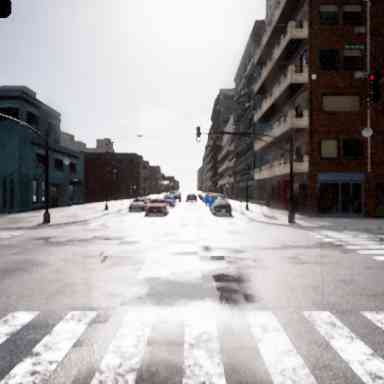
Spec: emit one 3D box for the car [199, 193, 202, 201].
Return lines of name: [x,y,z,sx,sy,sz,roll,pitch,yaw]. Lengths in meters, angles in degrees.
car: [2.653,1.120,58.431,1.752,1.417,4.829,1,0,0]

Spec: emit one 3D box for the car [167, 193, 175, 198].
car: [-5.755,0.897,91.697,1.947,1.339,4.313,1,0,0]

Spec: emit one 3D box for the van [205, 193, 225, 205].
van: [2.674,1.099,35.937,1.690,1.788,3.998,1,0,0]

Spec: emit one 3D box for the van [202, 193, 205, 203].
van: [2.665,1.020,47.100,1.690,1.788,3.998,1,0,0]

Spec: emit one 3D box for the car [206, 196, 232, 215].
car: [2.676,1.348,30.360,2.008,1.369,4.403,1,0,0]

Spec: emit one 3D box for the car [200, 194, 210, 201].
car: [2.644,1.076,69.424,1.947,1.339,4.313,1,0,0]

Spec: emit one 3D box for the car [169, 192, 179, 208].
car: [-3.115,1.189,42.545,1.882,1.535,5.008,0,0,0]

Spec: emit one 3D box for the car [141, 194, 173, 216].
car: [-3.114,1.275,30.409,1.882,1.535,5.008,0,0,0]

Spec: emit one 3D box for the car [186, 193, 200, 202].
car: [-0.050,0.933,60.226,2.097,1.767,4.553,0,0,0]

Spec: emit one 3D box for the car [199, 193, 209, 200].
car: [2.639,1.032,75.004,1.947,1.339,4.313,1,0,0]

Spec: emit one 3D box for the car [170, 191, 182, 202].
car: [-3.054,0.784,62.858,2.150,2.045,5.566,0,0,0]

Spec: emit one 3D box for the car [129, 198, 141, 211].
car: [-5.709,1.340,35.897,1.802,1.307,4.206,1,0,0]

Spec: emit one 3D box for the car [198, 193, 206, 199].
car: [2.631,0.921,86.166,1.887,1.381,4.507,1,0,0]

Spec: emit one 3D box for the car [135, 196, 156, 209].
car: [-5.713,1.264,41.477,1.887,1.381,4.507,1,0,0]
